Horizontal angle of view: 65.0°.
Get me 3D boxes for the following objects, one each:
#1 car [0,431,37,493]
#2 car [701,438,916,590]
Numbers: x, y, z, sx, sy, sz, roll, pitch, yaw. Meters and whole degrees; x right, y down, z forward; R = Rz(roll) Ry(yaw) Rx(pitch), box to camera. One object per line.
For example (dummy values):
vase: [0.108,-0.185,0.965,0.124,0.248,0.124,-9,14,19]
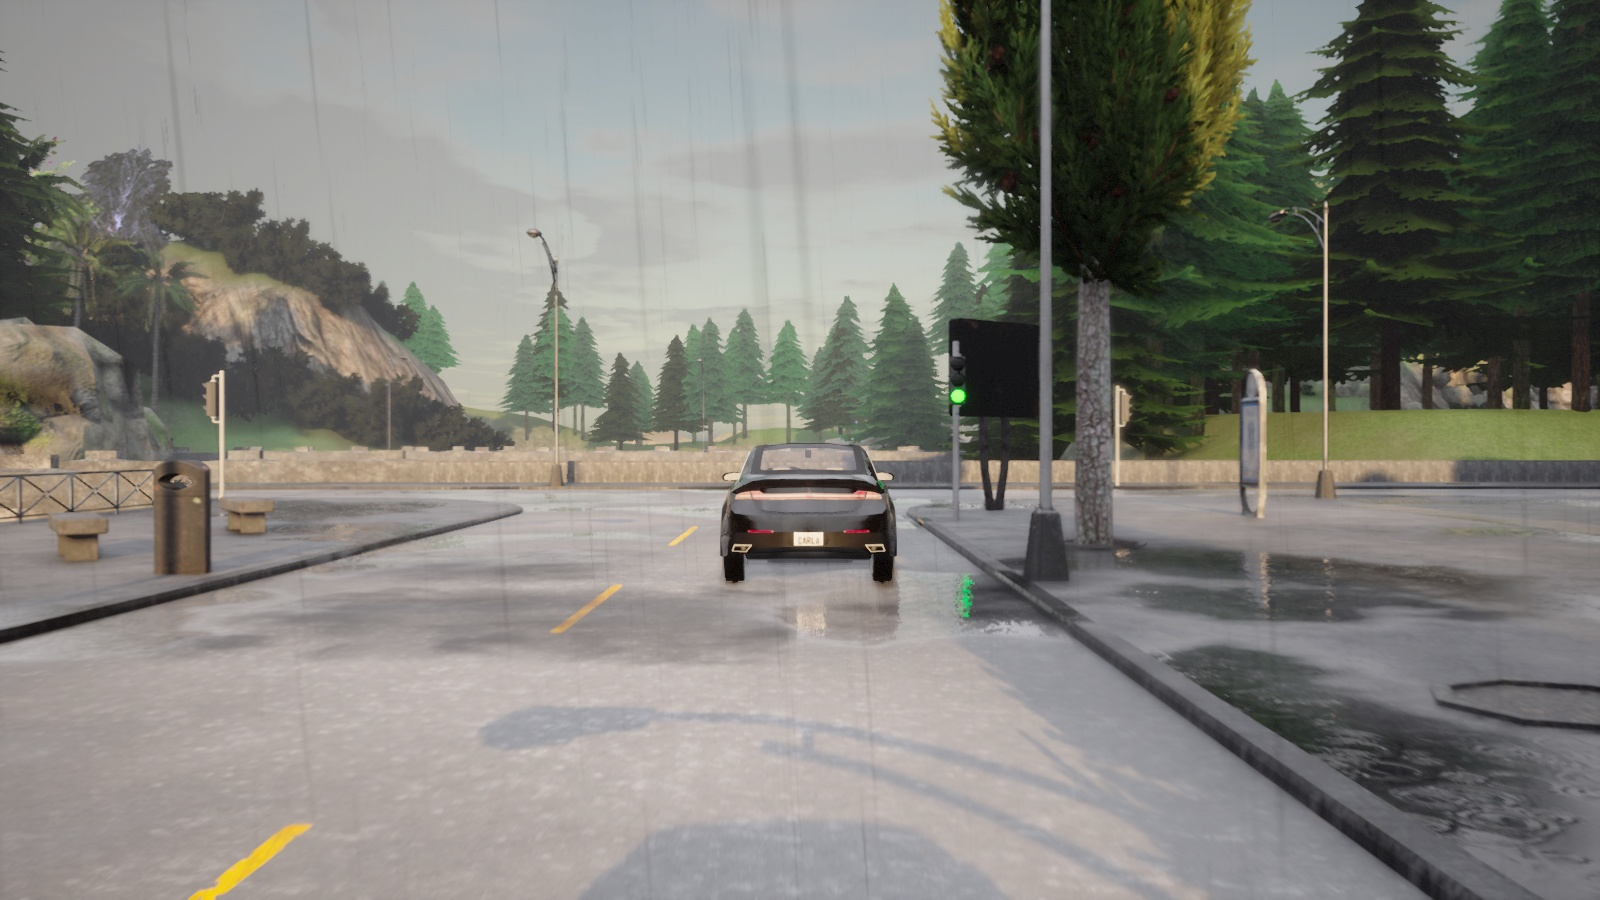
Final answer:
car: [-23.880,0.314,34.090,5.027,1.651,2.152,0,0,0]
car: [0.097,0.619,14.869,2.128,1.511,4.902,0,0,0]
